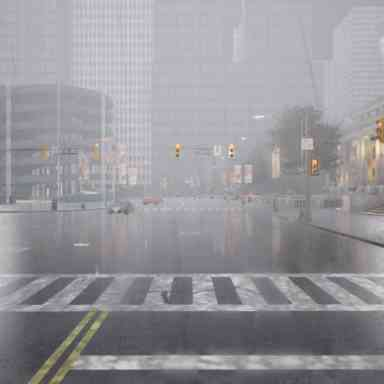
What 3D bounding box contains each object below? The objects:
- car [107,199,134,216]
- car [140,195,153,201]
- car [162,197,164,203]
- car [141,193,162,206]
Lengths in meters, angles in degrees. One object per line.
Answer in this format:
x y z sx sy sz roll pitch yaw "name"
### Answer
-7.037 1.491 33.163 2.128 1.511 4.902 0 0 0 "car"
-11.671 1.483 85.520 1.994 1.385 4.181 0 0 -29 "car"
-7.017 1.525 70.646 2.128 1.511 4.902 0 0 -3 "car"
-6.992 1.222 56.842 2.150 2.045 5.566 0 0 0 "car"
